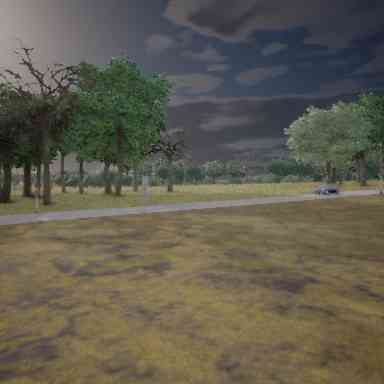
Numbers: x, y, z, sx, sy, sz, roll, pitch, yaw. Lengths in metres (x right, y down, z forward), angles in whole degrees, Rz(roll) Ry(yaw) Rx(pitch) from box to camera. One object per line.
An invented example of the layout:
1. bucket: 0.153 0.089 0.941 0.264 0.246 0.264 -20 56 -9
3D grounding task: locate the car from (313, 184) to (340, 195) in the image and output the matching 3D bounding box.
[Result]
1. car: 20.434 -0.420 50.479 4.553 1.767 2.097 -3 2 -35
